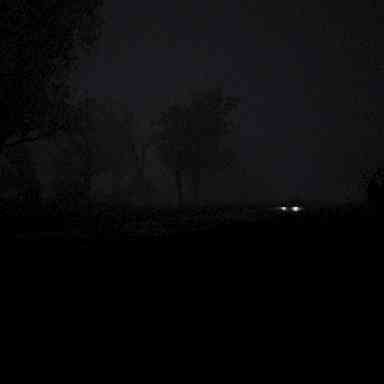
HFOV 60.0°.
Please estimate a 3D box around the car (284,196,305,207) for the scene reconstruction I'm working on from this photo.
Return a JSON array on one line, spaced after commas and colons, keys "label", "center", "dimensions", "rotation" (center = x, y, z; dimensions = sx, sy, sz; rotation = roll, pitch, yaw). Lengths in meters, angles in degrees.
[{"label": "car", "center": [14.564, 1.316, 47.120], "dimensions": [1.837, 1.490, 4.892], "rotation": [-1, 0, 35]}]
